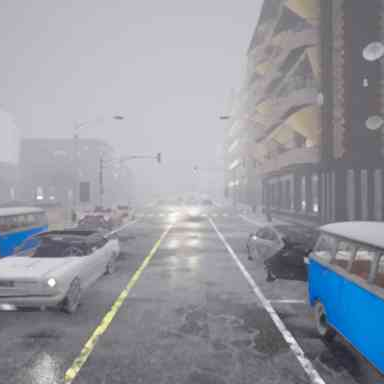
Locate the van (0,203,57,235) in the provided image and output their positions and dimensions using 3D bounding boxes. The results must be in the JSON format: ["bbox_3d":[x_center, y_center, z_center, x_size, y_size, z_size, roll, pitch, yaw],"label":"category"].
[{"bbox_3d":[-5.643,1.365,9.608,1.690,1.788,3.998,1,0,0],"label":"van"}]

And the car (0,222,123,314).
[{"bbox_3d":[-3.099,1.620,7.772,1.895,1.301,4.718,0,0,0],"label":"car"}]

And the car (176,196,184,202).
[{"bbox_3d":[-2.991,1.612,82.529,1.882,1.535,5.008,0,0,0],"label":"car"}]

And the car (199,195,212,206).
[{"bbox_3d":[2.708,1.661,59.064,2.008,1.369,4.403,1,0,0],"label":"car"}]

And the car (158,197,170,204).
[{"bbox_3d":[-5.672,1.699,64.609,1.802,1.307,4.206,1,0,0],"label":"car"}]

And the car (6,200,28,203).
[{"bbox_3d":[-25.193,1.838,46.936,4.313,1.339,1.947,0,-1,1],"label":"car"}]

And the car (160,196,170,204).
[{"bbox_3d":[-5.671,1.668,70.190,1.887,1.381,4.507,1,0,0],"label":"car"}]

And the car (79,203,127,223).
[{"bbox_3d":[-5.642,1.489,20.900,1.967,1.590,4.097,1,0,0],"label":"car"}]

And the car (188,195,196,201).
[{"bbox_3d":[0.010,1.486,88.936,2.097,1.767,4.553,0,0,0],"label":"car"}]

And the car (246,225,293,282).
[{"bbox_3d":[2.702,1.590,9.640,1.947,1.339,4.313,1,0,0],"label":"car"}]

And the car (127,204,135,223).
[{"bbox_3d":[-5.643,1.605,26.545,1.887,1.381,4.507,1,0,0],"label":"car"}]

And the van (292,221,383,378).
[{"bbox_3d":[2.705,1.352,3.994,1.690,1.788,3.998,1,0,0],"label":"van"}]

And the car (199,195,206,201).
[{"bbox_3d":[2.712,1.663,87.137,1.752,1.417,4.829,1,0,0],"label":"car"}]

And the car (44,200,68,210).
[{"bbox_3d":[-19.712,1.797,46.860,4.403,1.369,2.008,0,-1,1],"label":"car"}]
